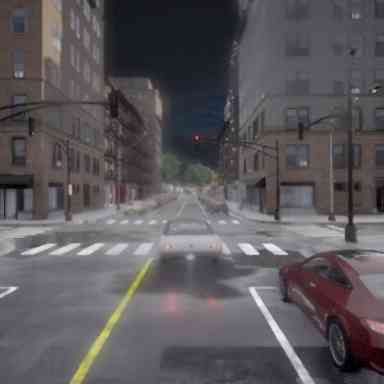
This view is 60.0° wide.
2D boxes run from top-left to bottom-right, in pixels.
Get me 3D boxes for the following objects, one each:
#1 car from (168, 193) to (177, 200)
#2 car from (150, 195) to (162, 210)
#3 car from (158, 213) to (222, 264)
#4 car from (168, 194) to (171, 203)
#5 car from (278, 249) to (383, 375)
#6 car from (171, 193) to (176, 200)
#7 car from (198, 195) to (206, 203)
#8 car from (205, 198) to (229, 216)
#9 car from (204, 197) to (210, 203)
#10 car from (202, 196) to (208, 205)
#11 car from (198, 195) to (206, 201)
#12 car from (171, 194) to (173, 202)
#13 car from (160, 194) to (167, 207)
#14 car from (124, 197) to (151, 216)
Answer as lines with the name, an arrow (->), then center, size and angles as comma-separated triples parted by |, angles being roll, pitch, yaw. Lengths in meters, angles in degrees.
car -> -5.369, 1.314, 92.688 | 2.192, 1.841, 5.009 | 0, 0, 0
car -> -5.399, 1.522, 43.180 | 1.752, 1.417, 4.829 | 0, 0, 0
car -> -0.210, 1.598, 11.862 | 1.895, 1.301, 4.718 | 0, 0, -4
car -> -5.389, 1.437, 59.796 | 1.967, 1.590, 4.097 | 0, 0, 0
car -> 2.640, 1.582, 5.376 | 1.802, 1.307, 4.206 | 0, 0, 0
car -> -5.379, 1.312, 76.242 | 2.192, 1.841, 5.009 | 0, 0, 0
car -> 2.654, 1.548, 59.794 | 2.008, 1.369, 4.403 | 0, 0, 0
car -> 2.647, 1.548, 32.384 | 2.008, 1.369, 4.403 | 0, 0, 0
car -> 2.649, 1.542, 37.866 | 1.887, 1.381, 4.507 | 0, 0, 0
car -> 2.650, 1.548, 43.348 | 2.008, 1.369, 4.403 | 0, 0, 0
car -> 2.661, 1.544, 87.204 | 1.887, 1.381, 4.507 | 0, 0, 0
car -> -5.386, 1.548, 65.278 | 2.008, 1.369, 4.403 | 0, 0, 0
car -> -5.396, 1.312, 48.832 | 2.192, 1.841, 5.009 | 0, 0, 0
car -> -5.406, 1.522, 32.216 | 1.752, 1.417, 4.829 | 0, 0, 0
